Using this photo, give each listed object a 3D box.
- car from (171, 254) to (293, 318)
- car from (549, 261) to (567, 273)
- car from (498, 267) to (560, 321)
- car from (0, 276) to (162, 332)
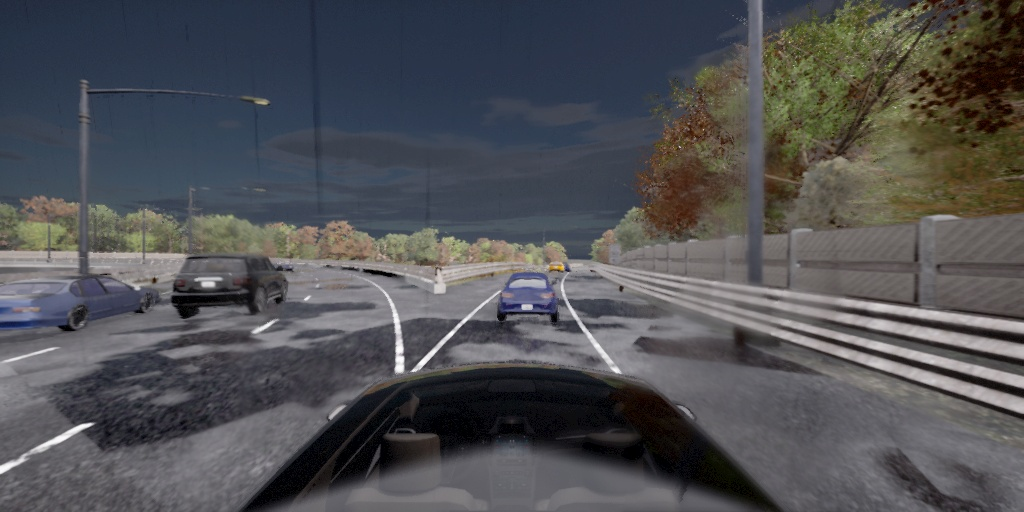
[{"bbox_3d":[-10.002,0.948,13.187,2.150,2.045,5.566,0,0,-21],"label":"car"},{"bbox_3d":[6.149,1.496,49.283,1.882,1.535,5.008,0,-2,10],"label":"car"},{"bbox_3d":[0.585,1.277,12.391,1.812,1.442,4.674,0,0,4],"label":"car"},{"bbox_3d":[-12.570,1.268,10.266,2.033,1.411,5.357,0,0,-21],"label":"car"}]
